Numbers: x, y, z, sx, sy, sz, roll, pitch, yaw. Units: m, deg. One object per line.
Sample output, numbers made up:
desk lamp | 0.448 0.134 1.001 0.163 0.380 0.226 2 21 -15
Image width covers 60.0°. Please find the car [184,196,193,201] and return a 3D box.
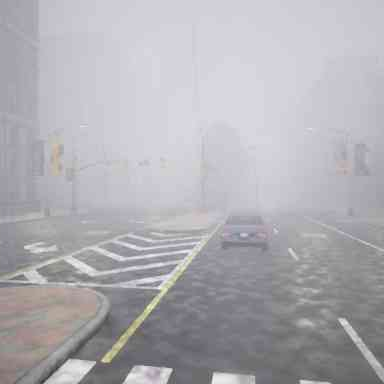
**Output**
car | -0.924 1.594 85.445 1.895 1.301 4.718 0 0 9

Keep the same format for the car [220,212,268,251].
car | 2.242 1.562 14.184 2.033 1.411 5.357 0 0 9

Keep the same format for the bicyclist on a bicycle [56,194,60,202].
bicyclist on a bicycle | -26.877 1.299 66.740 0.582 1.620 1.656 0 0 9
